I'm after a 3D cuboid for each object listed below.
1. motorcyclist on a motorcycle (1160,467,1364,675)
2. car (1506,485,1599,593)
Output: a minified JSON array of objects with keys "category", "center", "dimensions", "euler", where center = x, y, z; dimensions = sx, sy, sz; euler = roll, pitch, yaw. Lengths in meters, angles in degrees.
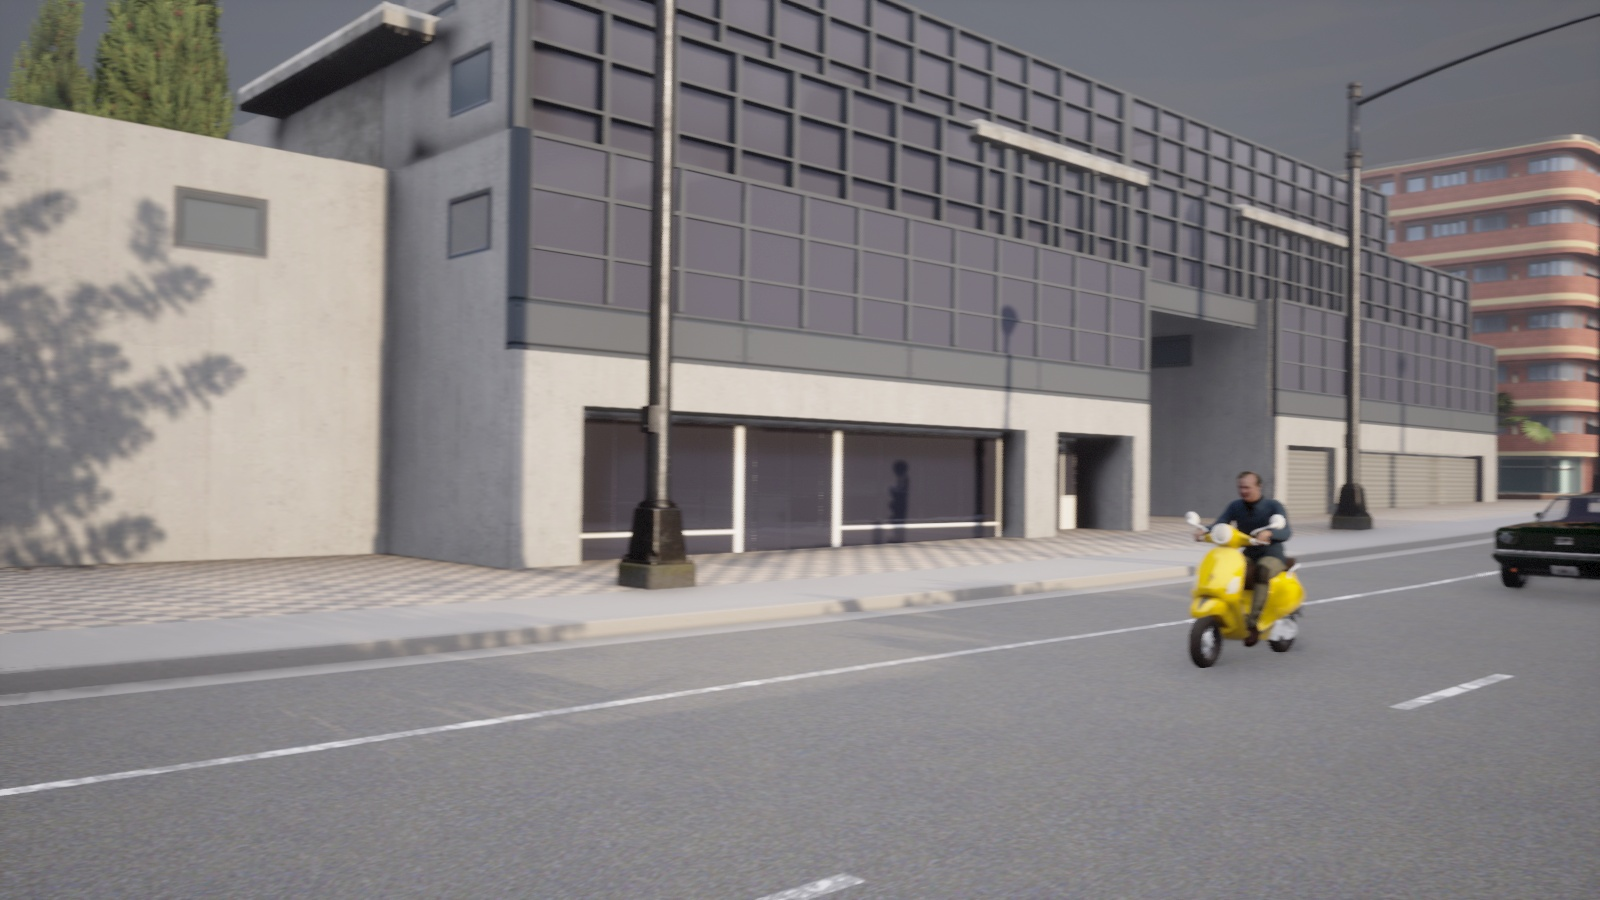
[{"category":"motorcyclist on a motorcycle","center":[3.904,0.942,10.542],"dimensions":[1.817,1.590,0.866],"euler":[1,-1,-42]},{"category":"car","center":[11.917,1.187,17.847],"dimensions":[4.718,1.301,1.895],"euler":[0,0,-42]}]
